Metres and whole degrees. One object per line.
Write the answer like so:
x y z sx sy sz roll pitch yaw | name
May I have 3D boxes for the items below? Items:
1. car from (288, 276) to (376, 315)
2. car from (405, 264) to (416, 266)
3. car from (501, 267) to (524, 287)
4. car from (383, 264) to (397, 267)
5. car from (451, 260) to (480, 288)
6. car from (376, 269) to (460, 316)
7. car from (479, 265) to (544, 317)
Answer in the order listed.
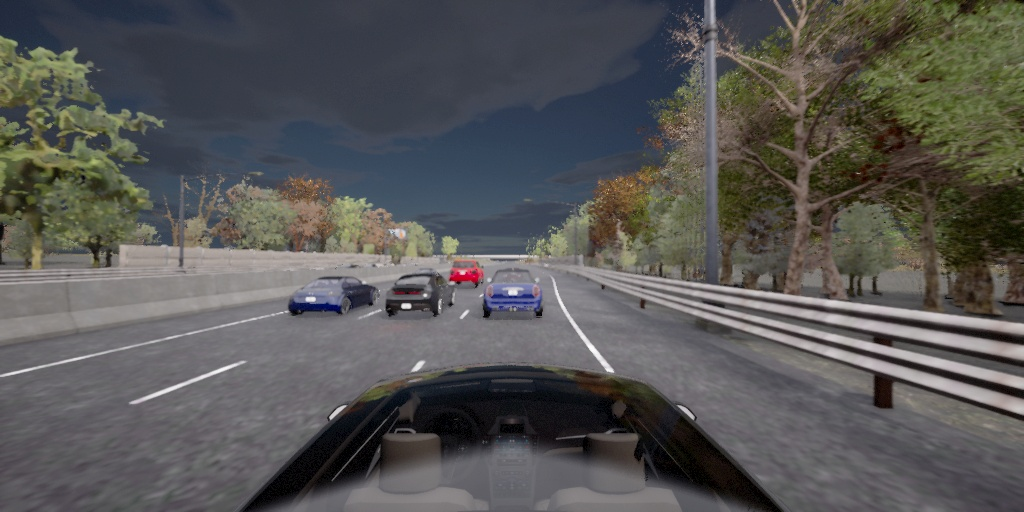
-6.951 1.486 14.419 1.994 1.385 4.181 0 -1 1 | car
-17.518 2.083 62.029 1.882 1.535 5.008 0 -1 1 | car
0.055 1.661 29.871 1.812 1.442 4.674 0 -1 0 | car
-21.011 2.081 61.872 1.882 1.535 5.008 0 -1 1 | car
-3.461 1.332 28.000 2.150 2.045 5.566 0 -1 1 | car
-3.452 1.425 14.198 1.837 1.490 4.892 0 0 0 | car
0.048 1.268 14.097 2.097 1.767 4.553 0 -1 0 | car
